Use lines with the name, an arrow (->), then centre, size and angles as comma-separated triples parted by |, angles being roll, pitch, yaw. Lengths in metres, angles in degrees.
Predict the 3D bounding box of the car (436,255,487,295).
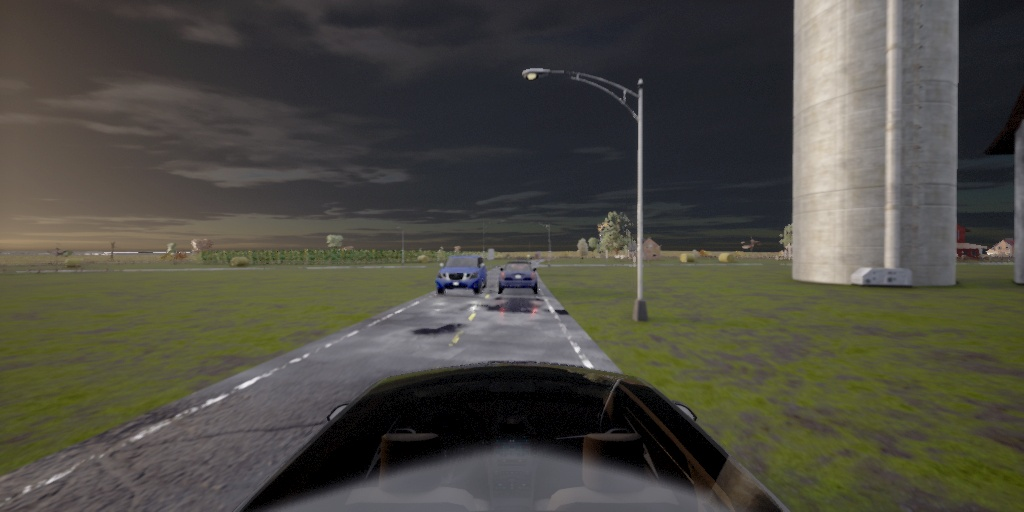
car -> -2.613, 0.946, 19.819 | 2.150, 2.045, 5.566 | 0, 0, 1

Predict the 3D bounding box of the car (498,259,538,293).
car -> 0.360, 1.077, 20.467 | 2.097, 1.767, 4.553 | 0, 0, 1
